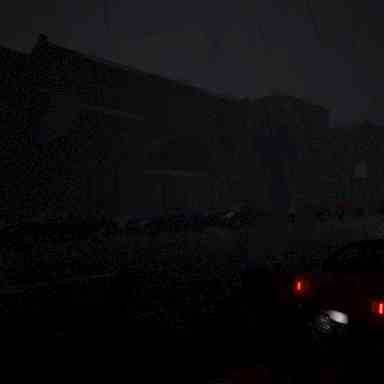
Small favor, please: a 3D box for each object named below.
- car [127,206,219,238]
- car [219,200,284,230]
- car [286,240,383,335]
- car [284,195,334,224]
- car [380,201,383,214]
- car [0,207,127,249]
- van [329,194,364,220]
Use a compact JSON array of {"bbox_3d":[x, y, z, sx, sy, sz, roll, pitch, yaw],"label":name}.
[{"bbox_3d":[-1.169,1.471,17.621,4.674,1.452,2.002,0,0,-36],"label":"car"},{"bbox_3d":[3.249,1.298,20.776,4.553,1.767,2.185,0,0,-36],"label":"car"},{"bbox_3d":[4.020,1.590,6.293,4.718,1.301,1.895,0,0,-35],"label":"car"},{"bbox_3d":[7.744,1.290,23.988,4.553,1.767,2.185,0,0,-36],"label":"car"},{"bbox_3d":[21.286,1.141,33.660,5.566,2.045,2.435,0,0,-36],"label":"car"},{"bbox_3d":[-5.661,1.440,14.411,4.892,1.521,2.231,0,0,-36],"label":"car"},{"bbox_3d":[12.120,1.183,27.114,4.442,1.987,1.878,0,0,-36],"label":"van"}]
